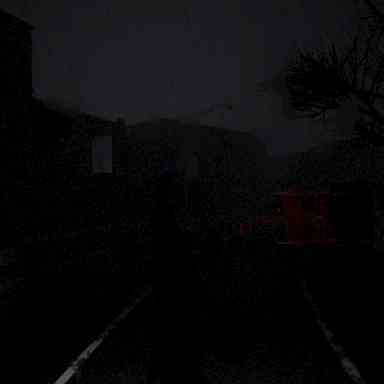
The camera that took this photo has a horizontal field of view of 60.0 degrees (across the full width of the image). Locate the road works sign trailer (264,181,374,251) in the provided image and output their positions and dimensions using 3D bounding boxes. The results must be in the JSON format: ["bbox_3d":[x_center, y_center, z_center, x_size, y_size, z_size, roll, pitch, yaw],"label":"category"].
[{"bbox_3d":[4.691,0.943,12.357,2.880,2.380,3.560,-2,-2,-45],"label":"road works sign trailer"}]

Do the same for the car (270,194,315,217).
[{"bbox_3d":[9.440,1.220,30.586,5.566,2.045,2.150,0,0,-45],"label":"car"}]

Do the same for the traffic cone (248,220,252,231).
[{"bbox_3d":[3.407,1.946,19.525,0.340,0.580,0.340,1,0,23],"label":"traffic cone"}]

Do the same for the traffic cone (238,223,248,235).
[{"bbox_3d":[2.626,1.945,17.684,0.340,0.580,0.340,1,0,23],"label":"traffic cone"}]
